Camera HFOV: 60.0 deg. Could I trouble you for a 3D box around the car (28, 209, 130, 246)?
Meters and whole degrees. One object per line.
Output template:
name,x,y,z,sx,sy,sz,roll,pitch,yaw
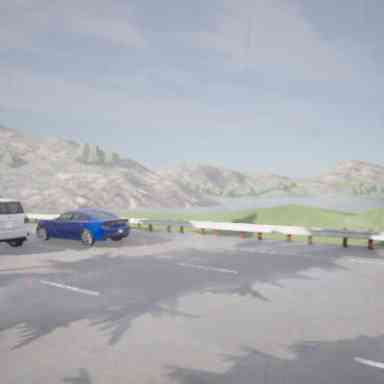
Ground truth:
car,-5.168,1.541,15.550,5.008,1.535,1.882,0,0,32

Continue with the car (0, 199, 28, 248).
car,-9.161,1.306,13.889,5.566,2.045,2.150,0,0,31
